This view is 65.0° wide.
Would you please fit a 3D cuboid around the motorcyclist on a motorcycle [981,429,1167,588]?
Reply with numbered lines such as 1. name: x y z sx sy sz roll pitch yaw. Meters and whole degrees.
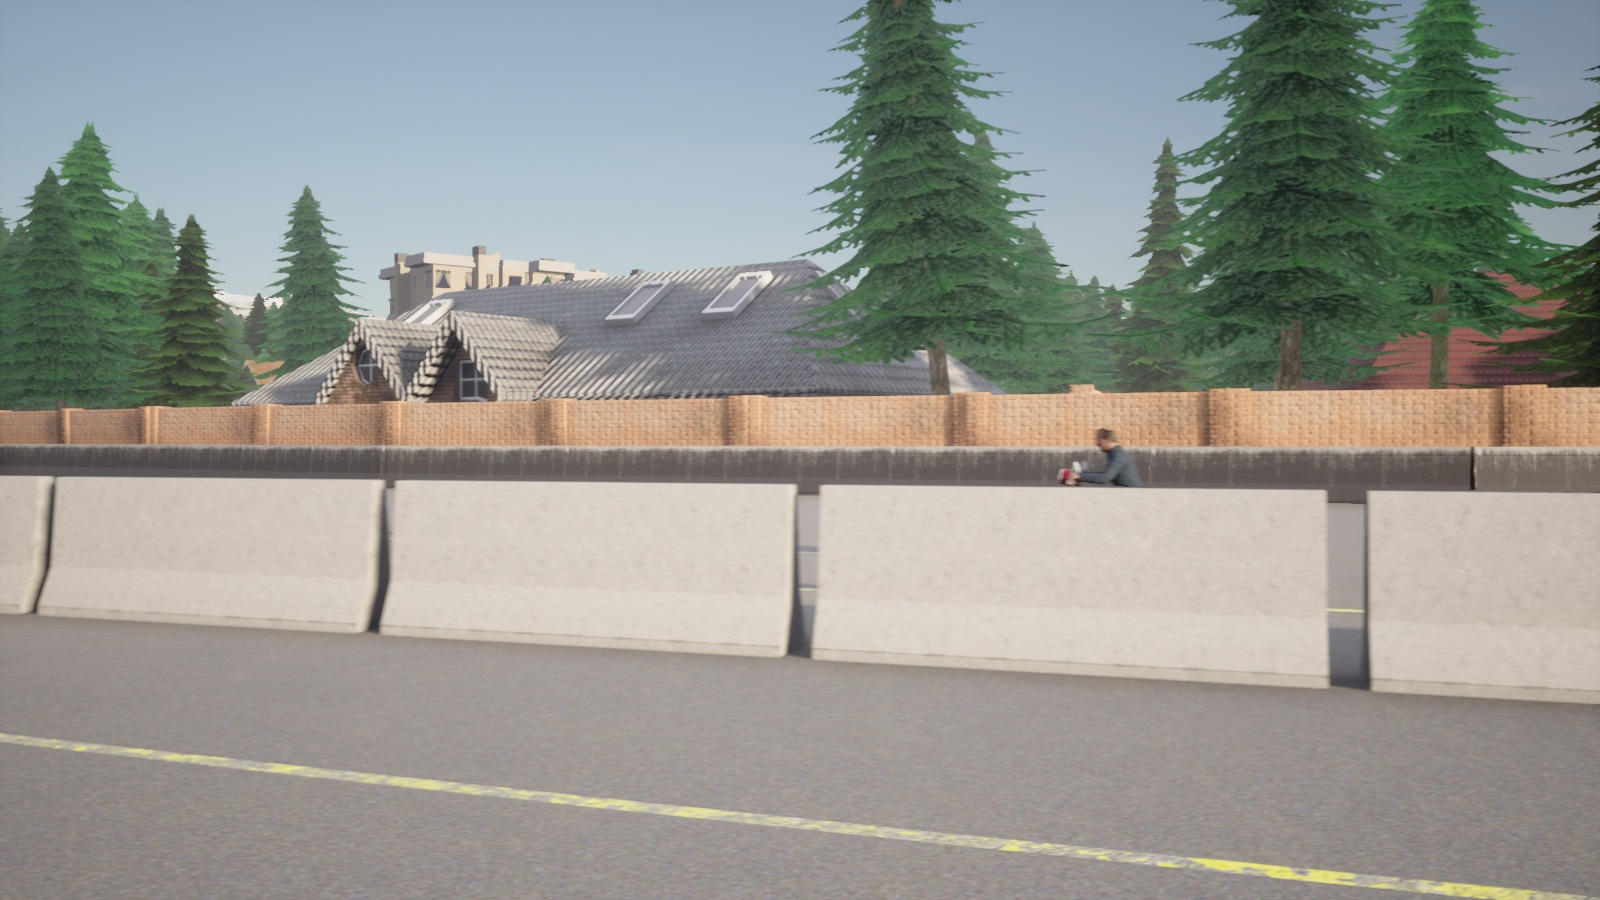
1. motorcyclist on a motorcycle: 2.905 0.581 13.283 1.817 1.590 0.866 0 0 19
